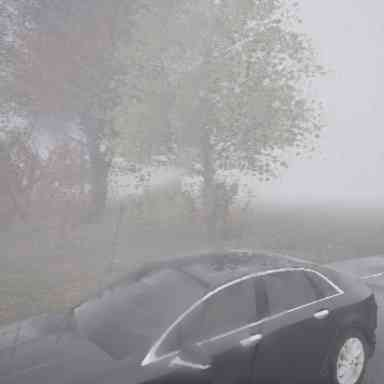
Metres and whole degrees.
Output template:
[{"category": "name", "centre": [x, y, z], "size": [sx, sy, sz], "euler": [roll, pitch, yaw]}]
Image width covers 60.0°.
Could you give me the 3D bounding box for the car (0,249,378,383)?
[{"category": "car", "centre": [0.077, 1.480, 3.615], "size": [4.892, 1.490, 1.837], "euler": [0, 0, -33]}]
